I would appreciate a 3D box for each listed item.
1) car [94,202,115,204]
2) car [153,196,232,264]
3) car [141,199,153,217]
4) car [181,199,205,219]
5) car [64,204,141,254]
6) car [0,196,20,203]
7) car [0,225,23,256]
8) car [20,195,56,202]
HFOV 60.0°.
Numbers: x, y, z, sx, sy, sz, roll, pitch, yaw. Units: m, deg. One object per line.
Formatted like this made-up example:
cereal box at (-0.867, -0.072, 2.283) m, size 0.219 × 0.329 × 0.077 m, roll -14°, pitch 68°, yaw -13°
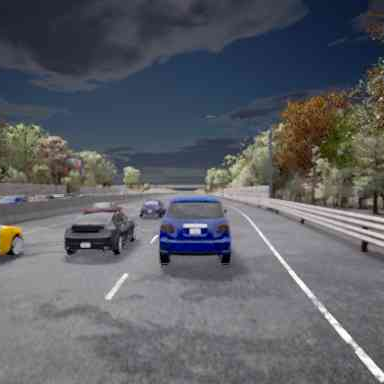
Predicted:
car at (-6.910, 1.469, 26.685) m, size 1.895 × 1.301 × 4.718 m, roll 0°, pitch 0°, yaw 0°
car at (0.094, 1.160, 11.752) m, size 2.150 × 2.045 × 5.566 m, roll 0°, pitch 0°, yaw 0°
car at (-3.408, 1.382, 29.254) m, size 1.812 × 1.442 × 4.674 m, roll 0°, pitch 0°, yaw 0°
car at (0.091, 1.367, 28.275) m, size 1.837 × 1.490 × 4.892 m, roll 0°, pitch 0°, yaw 0°
car at (-3.408, 1.438, 13.072) m, size 1.837 × 1.490 × 4.892 m, roll 0°, pitch 0°, yaw 0°
car at (-21.091, 1.293, 38.729) m, size 1.882 × 1.535 × 5.008 m, roll 0°, pitch 0°, yaw 0°
car at (-6.914, 1.427, 9.767) m, size 1.882 × 1.535 × 5.008 m, roll 0°, pitch 1°, yaw 0°
car at (-17.591, 1.167, 38.889) m, size 2.097 × 1.767 × 4.553 m, roll 0°, pitch 0°, yaw 0°
